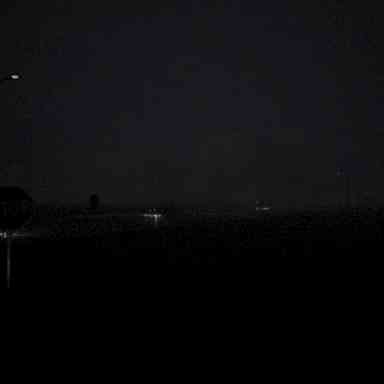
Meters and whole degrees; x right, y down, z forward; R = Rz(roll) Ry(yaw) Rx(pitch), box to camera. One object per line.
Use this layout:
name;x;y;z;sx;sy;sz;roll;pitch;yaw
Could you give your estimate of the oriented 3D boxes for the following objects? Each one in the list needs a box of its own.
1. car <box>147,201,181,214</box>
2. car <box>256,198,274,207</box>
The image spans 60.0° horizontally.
car;-3.303;1.867;39.742;1.837;1.490;4.892;1;1;36
car;13.986;1.990;63.653;2.097;1.767;4.553;1;-1;36
